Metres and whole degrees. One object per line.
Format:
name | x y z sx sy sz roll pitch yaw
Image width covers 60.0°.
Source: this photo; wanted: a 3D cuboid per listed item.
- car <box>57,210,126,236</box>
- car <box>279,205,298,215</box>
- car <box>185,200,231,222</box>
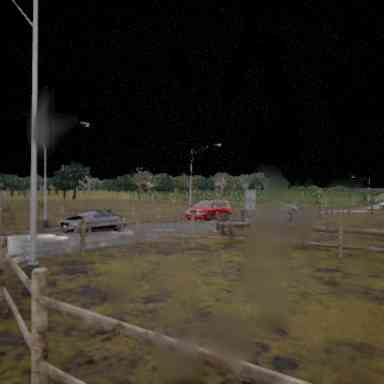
car | -6.071 1.826 20.467 1.994 1.385 4.181 1 -1 35
car | 14.216 2.631 49.148 1.837 1.490 4.892 1 -1 35
car | 1.668 1.779 31.469 2.150 2.045 5.566 1 0 35
